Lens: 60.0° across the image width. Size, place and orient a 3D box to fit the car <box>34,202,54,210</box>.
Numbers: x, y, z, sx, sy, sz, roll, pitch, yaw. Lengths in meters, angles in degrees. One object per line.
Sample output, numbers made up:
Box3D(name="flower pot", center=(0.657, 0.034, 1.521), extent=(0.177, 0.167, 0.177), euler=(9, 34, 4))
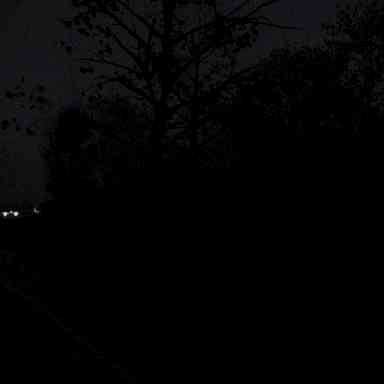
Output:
Box3D(name="car", center=(-27.829, 2.597, 62.722), extent=(1.837, 1.490, 4.892), euler=(0, -2, -3))

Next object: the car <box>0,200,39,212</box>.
Box3D(name="car", center=(-23.492, 2.047, 45.582), extent=(2.033, 1.411, 5.357), euler=(0, -2, -3))

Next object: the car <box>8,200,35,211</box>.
Box3D(name="car", center=(-27.389, 2.132, 53.636), extent=(2.097, 1.767, 4.553), euler=(0, -2, -3))
